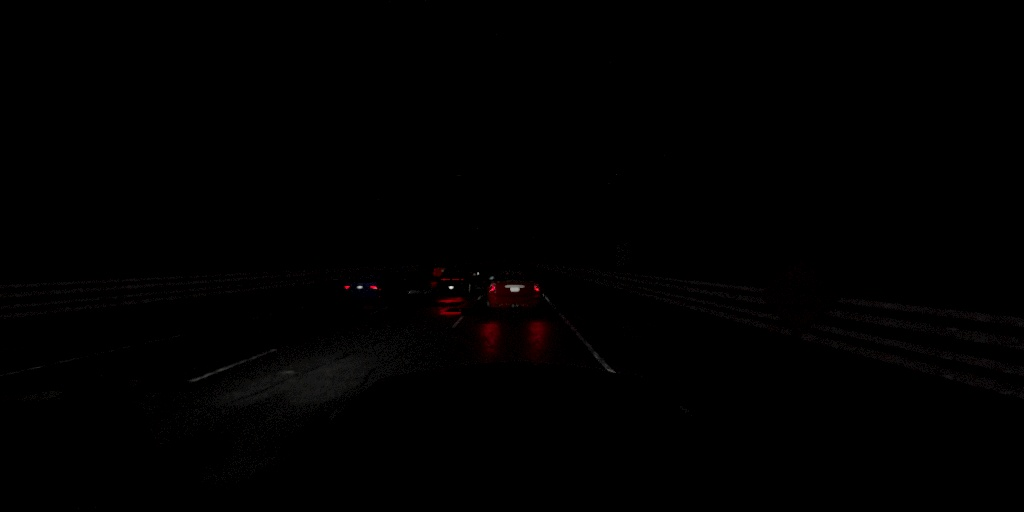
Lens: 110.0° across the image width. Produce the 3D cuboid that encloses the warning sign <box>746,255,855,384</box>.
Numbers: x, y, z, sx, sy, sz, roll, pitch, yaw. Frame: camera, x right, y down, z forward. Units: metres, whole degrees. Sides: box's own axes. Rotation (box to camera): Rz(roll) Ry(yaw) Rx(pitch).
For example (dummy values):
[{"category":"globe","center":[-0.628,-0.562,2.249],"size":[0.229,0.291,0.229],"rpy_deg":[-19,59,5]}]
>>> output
[{"category":"warning sign","center":[4.556,0.914,5.773],"size":[1.300,1.860,1.060],"rpy_deg":[0,0,0]}]

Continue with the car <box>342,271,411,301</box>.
[{"category":"car","center":[-6.871,1.497,18.729],"size":[2.033,1.411,5.357],"rpy_deg":[0,-1,0]}]

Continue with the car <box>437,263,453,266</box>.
[{"category":"car","center":[-6.834,1.521,37.376],"size":[2.097,1.767,4.553],"rpy_deg":[0,-1,0]}]

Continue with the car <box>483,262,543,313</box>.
[{"category":"car","center":[0.112,1.258,14.969],"size":[2.097,1.767,4.553],"rpy_deg":[0,-1,0]}]

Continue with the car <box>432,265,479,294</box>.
[{"category":"car","center":[-3.364,1.499,22.300],"size":[1.837,1.490,4.892],"rpy_deg":[0,0,0]}]

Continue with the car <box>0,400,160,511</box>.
[{"category":"car","center":[-3.405,1.227,0.495],"size":[2.128,1.511,4.902],"rpy_deg":[0,-1,0]}]

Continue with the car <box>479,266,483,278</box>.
[{"category":"car","center":[-3.334,1.733,37.207],"size":[1.994,1.385,4.181],"rpy_deg":[0,-1,0]}]
